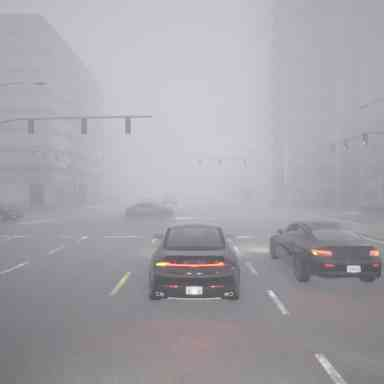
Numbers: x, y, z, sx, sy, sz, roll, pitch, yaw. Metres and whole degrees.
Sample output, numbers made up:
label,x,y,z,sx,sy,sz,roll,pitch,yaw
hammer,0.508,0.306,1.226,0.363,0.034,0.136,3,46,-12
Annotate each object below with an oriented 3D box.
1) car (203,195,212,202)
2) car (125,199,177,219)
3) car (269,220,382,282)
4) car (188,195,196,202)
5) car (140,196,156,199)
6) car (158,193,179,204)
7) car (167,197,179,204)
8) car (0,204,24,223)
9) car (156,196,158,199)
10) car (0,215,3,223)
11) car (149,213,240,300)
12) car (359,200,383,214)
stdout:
label,x,y,z,sx,sy,sz,roll,pitch,yaw
car,3.500,1.500,74.698,1.837,1.490,4.892,0,0,0
car,-3.617,1.564,28.509,4.181,1.385,1.994,0,0,1
car,3.563,1.526,9.601,1.812,1.442,4.674,0,0,0
car,-0.004,1.364,73.853,2.128,1.511,4.902,0,0,0
car,-7.101,1.547,50.103,2.033,1.411,5.357,0,0,0
car,-3.606,1.221,53.344,2.150,2.045,5.566,0,0,1
car,-3.553,1.601,63.317,1.895,1.301,4.718,0,0,1
car,-15.306,1.506,25.127,4.892,1.490,1.837,0,0,1
car,-7.073,1.477,59.926,1.882,1.535,5.008,0,0,0
car,-7.064,1.526,8.317,1.812,1.442,4.674,0,0,0
car,0.057,1.505,8.345,1.837,1.490,4.892,0,0,0
car,20.844,1.547,35.464,5.357,1.411,2.033,0,0,1
